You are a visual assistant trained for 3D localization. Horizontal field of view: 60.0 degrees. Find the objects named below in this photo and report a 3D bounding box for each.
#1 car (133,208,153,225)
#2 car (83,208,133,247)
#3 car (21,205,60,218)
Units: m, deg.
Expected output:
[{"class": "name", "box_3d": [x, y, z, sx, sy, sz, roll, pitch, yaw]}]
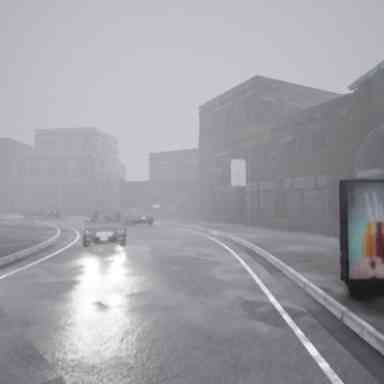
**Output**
[{"class": "car", "box_3d": [-4.805, 1.973, 27.147, 1.994, 1.385, 4.181, 2, -2, -33]}, {"class": "car", "box_3d": [-4.122, 1.695, 16.167, 2.128, 1.511, 4.902, 1, -1, -12]}, {"class": "car", "box_3d": [-16.497, 2.099, 36.274, 4.181, 1.385, 1.994, 0, -2, 22]}]
